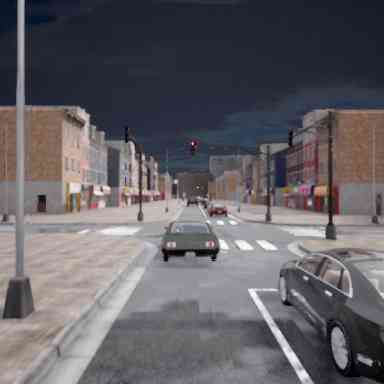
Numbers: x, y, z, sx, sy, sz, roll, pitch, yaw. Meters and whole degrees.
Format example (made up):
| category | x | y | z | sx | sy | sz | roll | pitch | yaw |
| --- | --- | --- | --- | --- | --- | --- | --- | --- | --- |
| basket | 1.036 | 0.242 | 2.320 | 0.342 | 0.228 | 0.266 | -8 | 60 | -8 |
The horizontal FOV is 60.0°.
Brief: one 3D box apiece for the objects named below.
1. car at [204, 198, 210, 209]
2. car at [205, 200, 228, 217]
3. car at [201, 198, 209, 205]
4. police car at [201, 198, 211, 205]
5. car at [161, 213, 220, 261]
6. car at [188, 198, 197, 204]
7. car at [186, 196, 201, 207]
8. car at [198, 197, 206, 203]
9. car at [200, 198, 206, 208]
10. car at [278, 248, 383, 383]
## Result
| category | x | y | z | sx | sy | sz | roll | pitch | yaw |
| --- | --- | --- | --- | --- | --- | --- | --- | --- | --- |
| car | 2.684 | 1.830 | 40.284 | 1.752 | 1.417 | 4.829 | 0 | -1 | 0 |
| car | 2.677 | 1.800 | 34.435 | 1.887 | 1.381 | 4.507 | 0 | 0 | 0 |
| car | 3.113 | 2.227 | 79.602 | 1.812 | 1.442 | 4.674 | 0 | -1 | 0 |
| police car | 3.090 | 2.051 | 72.714 | 1.930 | 1.638 | 5.238 | 0 | -1 | 0 |
| car | -0.118 | 1.688 | 12.627 | 1.895 | 1.301 | 4.718 | 0 | 0 | -2 |
| car | 0.083 | 2.019 | 74.577 | 2.033 | 1.411 | 5.357 | 0 | -1 | 0 |
| car | 0.120 | 1.753 | 64.080 | 2.150 | 2.045 | 5.566 | 0 | -1 | 1 |
| car | 2.739 | 2.269 | 91.229 | 1.967 | 1.590 | 4.097 | 0 | -1 | 0 |
| car | 2.695 | 1.972 | 51.472 | 1.947 | 1.339 | 4.313 | 0 | -1 | 0 |
| car | 2.645 | 1.587 | 5.405 | 2.008 | 1.369 | 4.403 | 0 | 0 | 0 |
